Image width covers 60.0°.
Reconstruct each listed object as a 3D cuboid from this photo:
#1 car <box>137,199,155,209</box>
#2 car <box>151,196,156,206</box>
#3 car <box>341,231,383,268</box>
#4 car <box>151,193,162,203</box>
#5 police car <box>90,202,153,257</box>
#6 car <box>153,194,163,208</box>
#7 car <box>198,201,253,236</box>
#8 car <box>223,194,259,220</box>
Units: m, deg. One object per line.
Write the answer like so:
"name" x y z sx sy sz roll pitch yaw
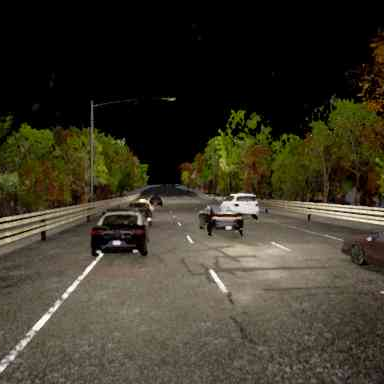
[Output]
"car" -3.673 1.482 22.953 1.837 1.490 4.892 0 0 -6
"car" -4.313 1.426 29.112 1.801 1.575 5.366 0 0 -6
"car" 6.027 1.540 8.465 2.033 1.411 5.357 0 0 -6
"car" -7.146 1.211 66.536 2.097 1.767 4.553 0 1 -6
"police car" -2.650 1.412 13.113 1.930 1.638 5.238 0 0 -6
"car" -5.242 1.430 48.208 1.882 1.535 5.008 0 0 -6
"car" 1.489 1.473 18.258 2.128 1.511 4.902 0 0 -6
"car" 3.975 1.194 28.186 2.150 2.045 5.566 0 0 -6
